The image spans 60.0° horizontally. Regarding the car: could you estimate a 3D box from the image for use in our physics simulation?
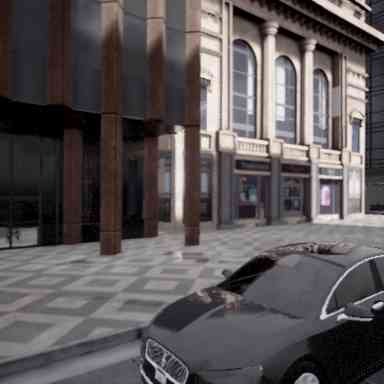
[{"bbox_3d":[1.680,1.518,4.569,4.892,1.490,1.837,0,0,-36],"label":"car"}]
